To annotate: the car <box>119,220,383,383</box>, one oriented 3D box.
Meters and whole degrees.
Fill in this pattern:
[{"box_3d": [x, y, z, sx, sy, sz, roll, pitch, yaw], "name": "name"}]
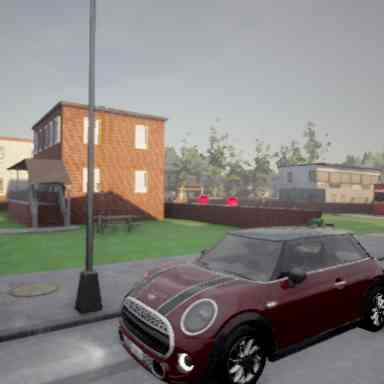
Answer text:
[{"box_3d": [1.169, 1.399, 5.398, 4.553, 1.767, 2.097, 1, 0, -35], "name": "car"}]
